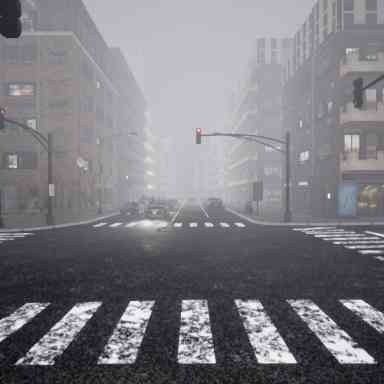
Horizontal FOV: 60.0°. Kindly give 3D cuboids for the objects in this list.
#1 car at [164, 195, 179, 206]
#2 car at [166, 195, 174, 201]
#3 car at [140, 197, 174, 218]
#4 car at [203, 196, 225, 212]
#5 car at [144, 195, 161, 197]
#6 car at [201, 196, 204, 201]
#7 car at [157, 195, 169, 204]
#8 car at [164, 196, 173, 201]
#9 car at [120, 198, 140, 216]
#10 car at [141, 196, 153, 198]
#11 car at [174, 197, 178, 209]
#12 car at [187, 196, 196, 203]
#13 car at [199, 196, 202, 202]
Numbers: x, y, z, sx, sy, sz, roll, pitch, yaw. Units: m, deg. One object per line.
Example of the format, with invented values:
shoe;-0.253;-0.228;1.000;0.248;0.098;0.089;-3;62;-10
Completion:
car;-3.165;1.580;54.828;1.994;1.385;4.181;0;0;0
car;-5.828;1.595;89.045;2.008;1.369;4.403;0;0;0
car;-3.138;1.497;30.656;2.128;1.511;4.902;0;0;1
car;2.632;1.448;37.919;1.967;1.590;4.097;0;0;0
car;-5.758;1.326;43.586;2.192;1.841;5.009;0;0;0
car;2.623;1.451;43.601;1.967;1.590;4.097;0;0;0
car;-5.793;1.465;66.316;1.967;1.590;4.097;0;0;0
car;-5.819;1.589;83.362;2.008;1.369;4.403;0;0;0
car;-5.739;1.572;32.221;1.947;1.339;4.313;0;0;0
car;-5.748;1.534;37.734;1.752;1.417;4.829;0;0;0
car;-3.164;1.611;41.431;1.895;1.301;4.718;0;0;0
car;-0.065;1.539;70.643;2.128;1.511;4.902;0;0;0
car;2.606;1.599;54.966;1.802;1.307;4.206;0;0;0
